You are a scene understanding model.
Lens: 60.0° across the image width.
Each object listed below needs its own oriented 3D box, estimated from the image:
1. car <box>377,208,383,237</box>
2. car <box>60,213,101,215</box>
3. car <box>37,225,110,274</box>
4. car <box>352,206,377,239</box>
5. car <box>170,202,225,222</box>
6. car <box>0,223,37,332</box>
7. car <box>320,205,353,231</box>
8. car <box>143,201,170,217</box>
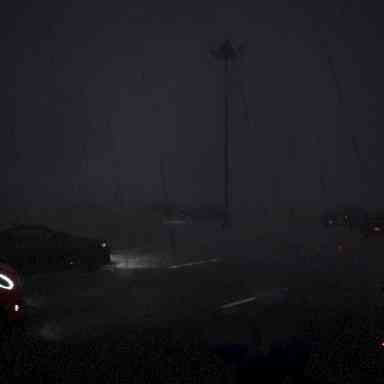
[{"bbox_3d":[7.962,1.235,10.047,5.566,2.045,2.150,0,0,-39],"label":"car"},{"bbox_3d":[-10.252,1.587,31.525,5.357,1.411,2.033,0,0,-39],"label":"car"},{"bbox_3d":[-4.455,1.576,9.295,4.181,1.385,1.994,0,0,-36],"label":"car"},{"bbox_3d":[10.117,1.500,16.427,5.008,1.535,1.882,0,0,-40],"label":"car"},{"bbox_3d":[0.691,1.599,26.964,4.181,1.385,1.994,0,0,-40],"label":"car"},{"bbox_3d":[-4.882,1.359,4.657,4.553,1.767,2.097,0,0,-35],"label":"car"},{"bbox_3d":[9.727,1.553,20.722,4.674,1.442,1.812,0,0,-41],"label":"car"},{"bbox_3d":[-2.900,1.543,28.521,4.892,1.490,1.837,1,0,-40],"label":"car"}]
